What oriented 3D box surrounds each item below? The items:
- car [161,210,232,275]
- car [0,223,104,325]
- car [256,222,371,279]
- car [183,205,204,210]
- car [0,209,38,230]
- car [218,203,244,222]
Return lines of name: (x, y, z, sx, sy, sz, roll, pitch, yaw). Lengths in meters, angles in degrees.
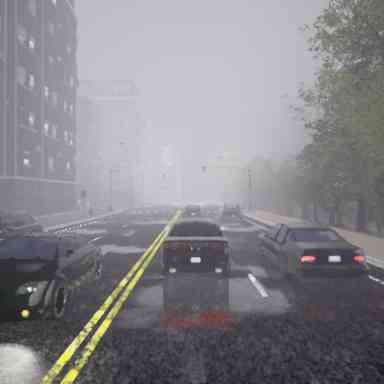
car: (0.097, 1.570, 10.802, 1.882, 1.535, 5.008, 0, -1, 0)
car: (-3.351, 1.627, 7.251, 1.994, 1.385, 4.181, 0, -1, 0)
car: (3.349, 1.636, 10.316, 2.033, 1.411, 5.357, 0, 0, 0)
car: (0.102, 1.822, 29.720, 1.994, 1.385, 4.181, 0, -1, 0)
car: (-6.600, 1.444, 10.746, 2.097, 1.767, 4.553, 0, 0, 0)
car: (3.352, 1.745, 29.243, 2.128, 1.511, 4.902, 0, -1, 0)
